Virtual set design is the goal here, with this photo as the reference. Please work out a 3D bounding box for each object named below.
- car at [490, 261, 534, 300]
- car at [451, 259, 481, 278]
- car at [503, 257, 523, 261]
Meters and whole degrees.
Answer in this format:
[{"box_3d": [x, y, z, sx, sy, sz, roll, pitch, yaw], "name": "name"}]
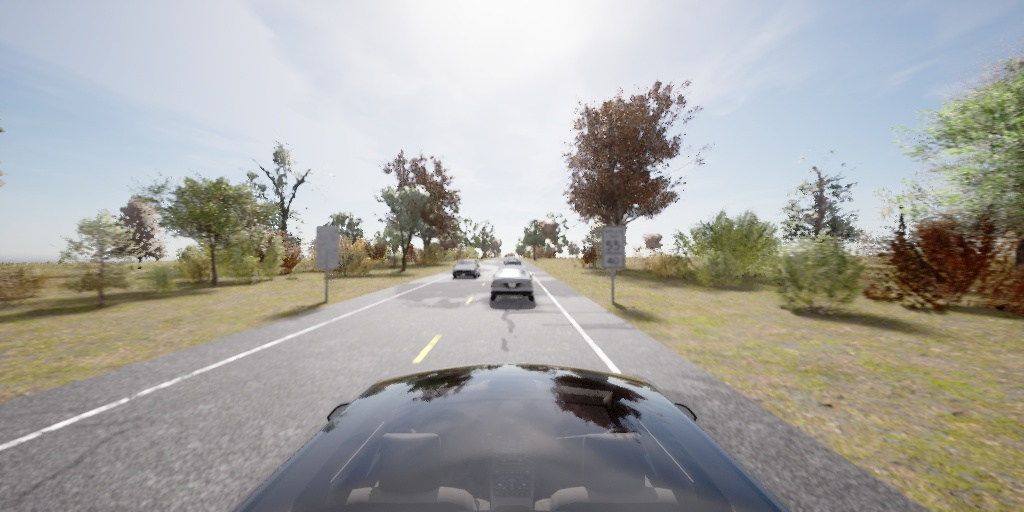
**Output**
[{"box_3d": [0.027, 1.114, 16.191, 2.033, 1.411, 5.357, 0, 1, 1], "name": "car"}, {"box_3d": [-3.511, 0.972, 28.651, 2.033, 1.411, 5.357, 0, 1, 0], "name": "car"}, {"box_3d": [0.084, 0.835, 37.503, 1.837, 1.490, 4.892, 0, 1, 0], "name": "car"}]
